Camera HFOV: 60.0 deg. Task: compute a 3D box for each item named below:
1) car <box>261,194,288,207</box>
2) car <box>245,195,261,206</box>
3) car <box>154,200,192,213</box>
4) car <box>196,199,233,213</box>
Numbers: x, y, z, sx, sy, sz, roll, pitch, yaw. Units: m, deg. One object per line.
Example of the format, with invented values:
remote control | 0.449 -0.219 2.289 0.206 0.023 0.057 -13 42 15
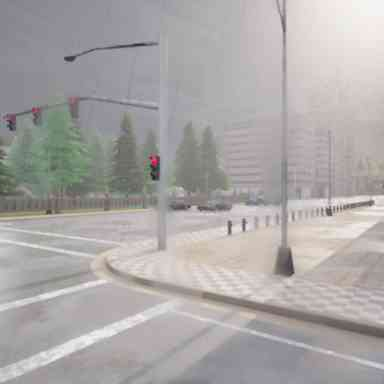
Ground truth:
car | 13.391 1.313 52.576 2.150 2.045 5.566 0 0 36
car | 10.547 1.334 54.616 2.097 1.767 4.553 0 0 36
car | -2.113 1.584 37.067 1.895 1.301 4.718 0 0 36
car | 2.665 1.533 37.733 2.033 1.411 5.357 0 0 36
